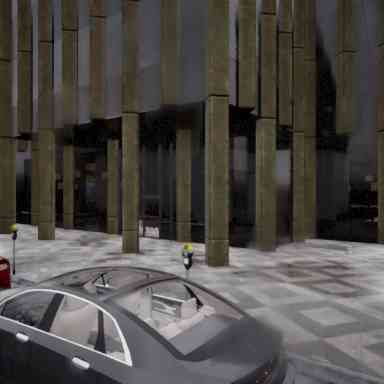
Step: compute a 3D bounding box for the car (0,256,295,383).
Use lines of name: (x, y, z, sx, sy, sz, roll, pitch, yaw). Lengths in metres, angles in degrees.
car: (-1.120, 1.551, 3.767, 4.403, 1.369, 2.008, 0, 0, 36)
